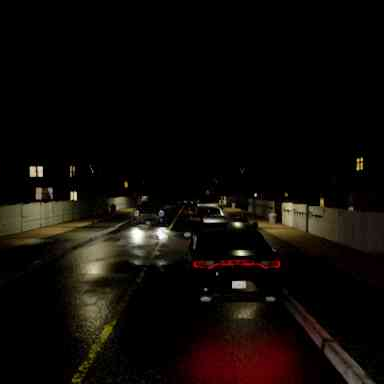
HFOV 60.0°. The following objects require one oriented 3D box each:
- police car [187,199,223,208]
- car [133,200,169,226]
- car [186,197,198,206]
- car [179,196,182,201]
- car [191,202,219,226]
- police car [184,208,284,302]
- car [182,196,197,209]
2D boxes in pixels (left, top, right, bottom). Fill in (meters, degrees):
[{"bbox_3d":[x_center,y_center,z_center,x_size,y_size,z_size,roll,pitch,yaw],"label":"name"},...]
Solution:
[{"bbox_3d":[0.826,1.428,18.427,1.930,1.638,5.238,0,0,0],"label":"police car"},{"bbox_3d":[-2.748,1.359,23.128,2.097,1.767,4.553,0,0,0],"label":"car"},{"bbox_3d":[0.005,1.657,59.738,1.994,1.385,4.181,0,0,0],"label":"car"},{"bbox_3d":[-2.743,1.748,92.337,1.812,1.442,4.674,0,0,0],"label":"car"},{"bbox_3d":[0.826,1.514,24.317,1.837,1.490,4.892,0,0,0],"label":"car"},{"bbox_3d":[0.826,1.423,8.425,1.930,1.638,5.238,0,0,0],"label":"police car"},{"bbox_3d":[0.031,1.401,45.770,2.097,1.767,4.553,0,0,0],"label":"car"}]
